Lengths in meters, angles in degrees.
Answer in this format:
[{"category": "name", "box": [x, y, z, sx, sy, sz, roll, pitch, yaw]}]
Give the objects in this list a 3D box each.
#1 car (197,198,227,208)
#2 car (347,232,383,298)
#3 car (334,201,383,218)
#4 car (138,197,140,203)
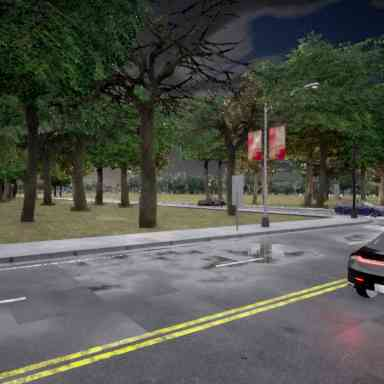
[{"category": "car", "box": [2.942, 1.512, 47.219, 2.033, 1.411, 5.357, 0, 0, -35]}, {"category": "car", "box": [5.336, 1.492, 7.242, 4.902, 1.511, 2.128, 0, 0, -35]}, {"category": "car", "box": [15.311, 1.516, 30.113, 1.812, 1.442, 4.674, 0, 0, -38]}, {"category": "car", "box": [-8.563, 1.313, 63.584, 2.097, 1.767, 4.553, 0, 0, -35]}]
